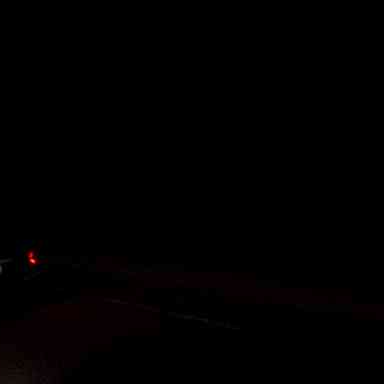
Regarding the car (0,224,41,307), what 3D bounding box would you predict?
[{"bbox_3d":[-5.193,1.324,6.489,4.553,1.767,2.097,0,0,27],"label":"car"}]
